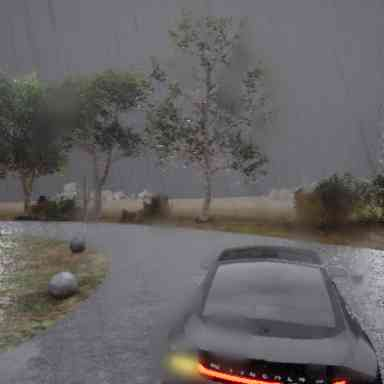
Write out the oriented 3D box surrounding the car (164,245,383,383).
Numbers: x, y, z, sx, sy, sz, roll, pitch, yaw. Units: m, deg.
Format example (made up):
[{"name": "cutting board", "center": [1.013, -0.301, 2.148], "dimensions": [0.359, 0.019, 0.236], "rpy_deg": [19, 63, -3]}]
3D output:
[{"name": "car", "center": [1.063, 1.499, 4.560], "dimensions": [1.837, 1.490, 4.892], "rpy_deg": [0, 0, 14]}]
